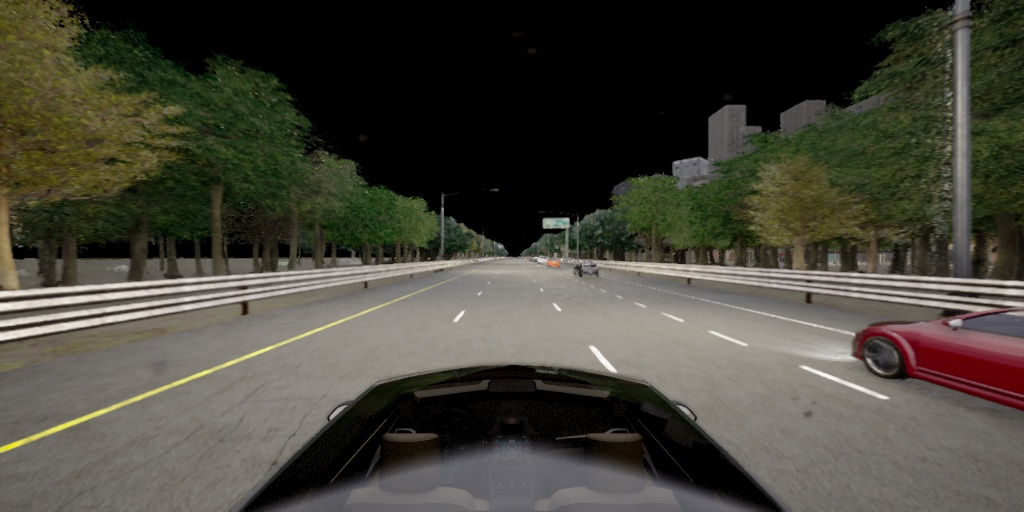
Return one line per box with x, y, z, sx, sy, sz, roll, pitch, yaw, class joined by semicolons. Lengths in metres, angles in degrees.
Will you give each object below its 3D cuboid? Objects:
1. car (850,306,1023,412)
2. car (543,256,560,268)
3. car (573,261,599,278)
7.000;1.317;4.598;1.994;1.385;4.181;0;0;0;car
7.217;1.125;63.492;2.097;1.767;4.553;0;0;0;car
7.063;1.258;34.583;2.128;1.511;4.902;0;0;0;car
